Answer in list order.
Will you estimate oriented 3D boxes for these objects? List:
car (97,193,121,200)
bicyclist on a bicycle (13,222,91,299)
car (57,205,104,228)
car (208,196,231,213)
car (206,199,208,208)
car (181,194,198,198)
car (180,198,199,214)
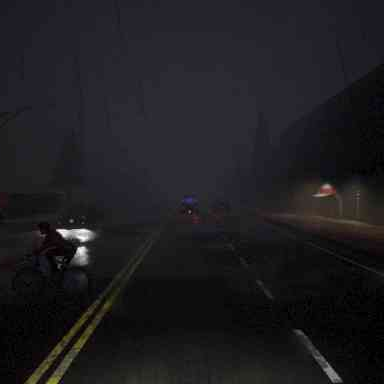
[{"bbox_3d":[-22.376,1.153,89.538,4.605,1.855,1.932,0,0,-1],"label":"car"},{"bbox_3d":[-2.951,1.453,7.001,1.656,1.620,0.582,-1,0,-1],"label":"bicyclist on a bicycle"},{"bbox_3d":[-7.238,1.564,21.937,1.994,1.385,4.181,0,0,0],"label":"car"},{"bbox_3d":[3.212,1.478,37.210,1.882,1.535,5.008,0,0,0],"label":"car"},{"bbox_3d":[3.079,1.352,47.291,2.097,1.767,4.553,0,0,0],"label":"car"},{"bbox_3d":[-0.347,1.221,44.446,2.150,2.045,5.566,0,0,0],"label":"car"},{"bbox_3d":[-0.238,1.601,34.408,1.895,1.301,4.718,0,0,-1],"label":"car"}]
